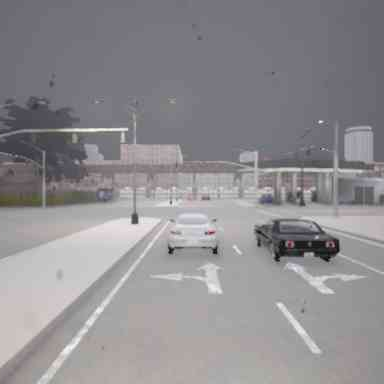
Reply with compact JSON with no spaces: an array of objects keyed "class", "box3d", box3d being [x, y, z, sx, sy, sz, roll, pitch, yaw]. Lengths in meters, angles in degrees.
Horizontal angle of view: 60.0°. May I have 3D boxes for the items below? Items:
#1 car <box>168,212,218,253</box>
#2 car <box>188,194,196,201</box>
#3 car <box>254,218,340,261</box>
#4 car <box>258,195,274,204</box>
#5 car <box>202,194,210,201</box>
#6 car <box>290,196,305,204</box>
[{"class":"car","box3d":[0.053,1.526,13.491,1.812,1.442,4.674,0,0,1]},{"class":"car","box3d":[0.018,1.349,83.856,2.097,1.767,4.553,0,0,0]},{"class":"car","box3d":[3.538,1.602,12.205,1.895,1.301,4.718,0,0,1]},{"class":"car","box3d":[13.223,1.298,59.208,2.242,1.667,4.611,0,0,0]},{"class":"car","box3d":[3.518,1.348,83.856,2.097,1.767,4.553,0,0,0]},{"class":"car","box3d":[18.968,1.459,59.970,1.970,1.475,3.806,0,0,0]}]
